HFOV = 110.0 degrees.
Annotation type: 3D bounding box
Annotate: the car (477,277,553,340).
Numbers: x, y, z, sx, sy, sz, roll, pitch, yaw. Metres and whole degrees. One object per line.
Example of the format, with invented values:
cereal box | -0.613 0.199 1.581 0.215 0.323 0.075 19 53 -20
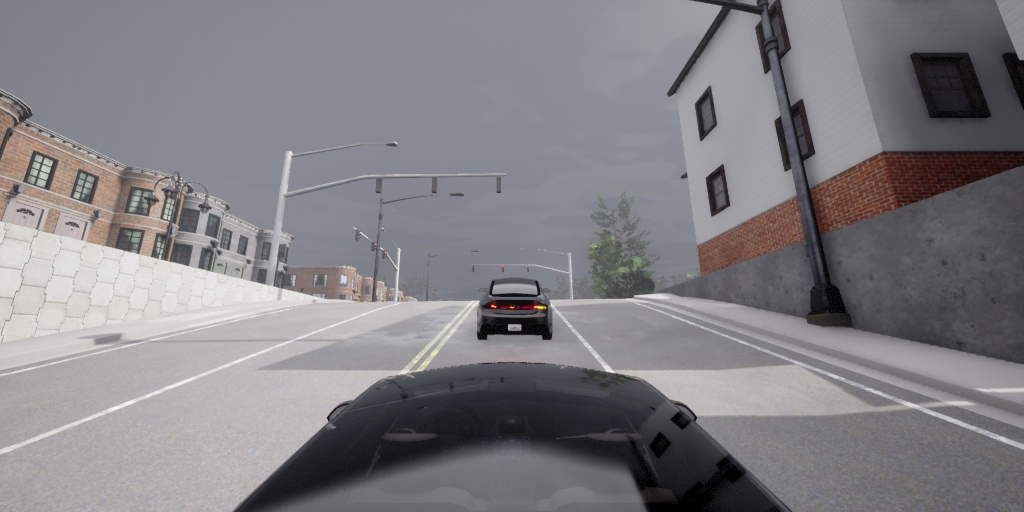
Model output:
car | 0.077 1.351 10.332 1.837 1.490 4.892 0 0 0
